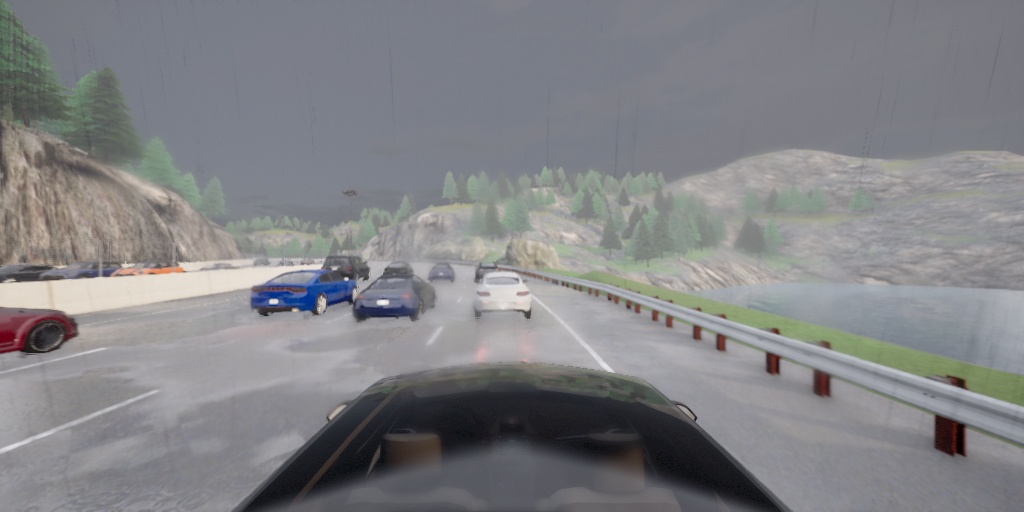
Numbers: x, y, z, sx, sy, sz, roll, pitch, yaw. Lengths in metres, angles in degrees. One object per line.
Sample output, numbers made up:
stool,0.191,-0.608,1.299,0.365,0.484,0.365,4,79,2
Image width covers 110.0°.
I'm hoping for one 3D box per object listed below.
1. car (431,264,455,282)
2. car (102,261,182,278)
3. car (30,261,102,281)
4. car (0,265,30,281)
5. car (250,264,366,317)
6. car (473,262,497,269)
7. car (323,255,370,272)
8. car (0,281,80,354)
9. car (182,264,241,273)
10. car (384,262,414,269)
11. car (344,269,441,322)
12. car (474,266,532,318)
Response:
car,-5.545,1.299,28.652,1.994,1.385,4.181,0,0,-8
car,-26.627,1.148,26.416,2.097,1.767,4.553,0,0,-9
car,-30.003,1.158,25.358,2.097,1.767,4.553,0,0,-9
car,-33.386,1.323,24.358,1.837,1.490,4.892,0,0,-9
car,-7.412,1.235,13.399,1.882,1.535,5.008,0,0,-4
car,-1.970,1.217,28.347,2.128,1.511,4.902,0,0,-8
car,-12.334,0.977,26.899,2.150,2.045,5.566,0,0,-8
car,-10.582,1.339,6.164,1.994,1.385,4.181,0,0,-1
car,-23.417,1.348,28.578,1.994,1.385,4.181,0,0,-9
car,-9.195,1.222,29.465,1.882,1.535,5.008,0,0,-8
car,-3.854,1.312,12.399,1.994,1.385,4.181,0,0,-3
car,-0.370,1.264,12.808,1.812,1.442,4.674,0,0,-3
